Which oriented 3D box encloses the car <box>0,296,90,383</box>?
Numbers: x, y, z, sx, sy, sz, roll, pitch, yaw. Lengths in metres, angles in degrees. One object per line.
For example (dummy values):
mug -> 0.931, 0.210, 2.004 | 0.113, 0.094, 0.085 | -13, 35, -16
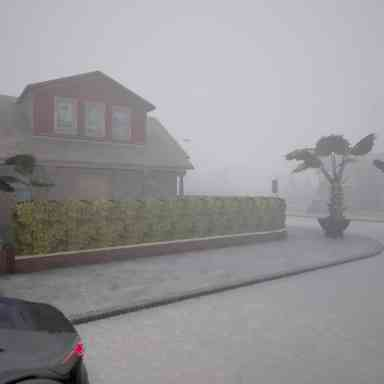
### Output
car -> -2.971, 1.564, 2.473 | 4.181, 1.385, 1.994 | 0, 0, -35
